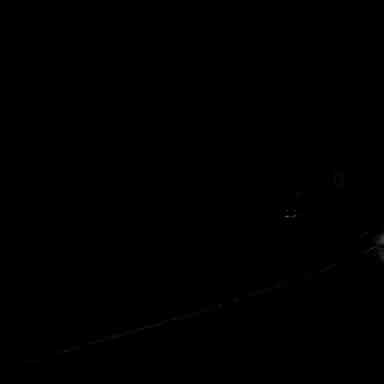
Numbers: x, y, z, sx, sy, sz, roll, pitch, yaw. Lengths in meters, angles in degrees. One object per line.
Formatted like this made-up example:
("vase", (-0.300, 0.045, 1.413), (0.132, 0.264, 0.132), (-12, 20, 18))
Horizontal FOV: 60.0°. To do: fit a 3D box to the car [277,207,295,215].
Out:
("car", (18.985, 3.784, 67.341), (2.097, 1.767, 4.553), (-3, -3, -13))
